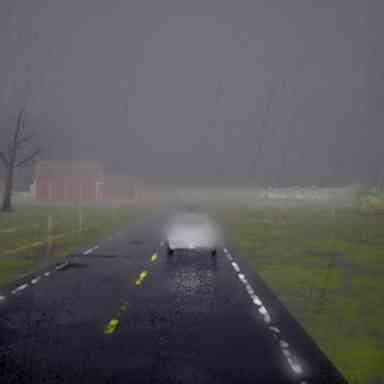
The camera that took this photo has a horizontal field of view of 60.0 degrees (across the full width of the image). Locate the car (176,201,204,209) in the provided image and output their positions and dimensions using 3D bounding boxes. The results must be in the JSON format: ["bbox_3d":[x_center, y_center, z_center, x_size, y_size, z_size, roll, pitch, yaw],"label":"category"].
[{"bbox_3d":[0.008,1.763,28.516,2.128,1.511,4.902,0,0,0],"label":"car"}]

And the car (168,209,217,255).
[{"bbox_3d":[0.016,1.657,13.900,1.812,1.442,4.674,0,0,0],"label":"car"}]

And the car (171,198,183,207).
[{"bbox_3d":[-2.791,1.981,64.015,2.097,1.767,4.553,0,-1,0],"label":"car"}]
